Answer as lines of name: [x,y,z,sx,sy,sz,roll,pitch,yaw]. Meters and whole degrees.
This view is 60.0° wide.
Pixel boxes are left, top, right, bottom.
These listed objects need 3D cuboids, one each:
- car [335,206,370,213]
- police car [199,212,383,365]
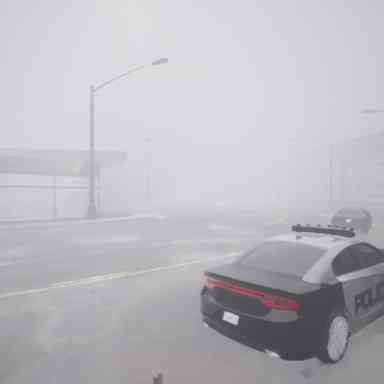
car: [9.741,1.565,20.276,1.994,1.385,4.181,0,0,30]
police car: [2.439,1.425,6.053,5.238,1.638,1.930,0,0,-41]
